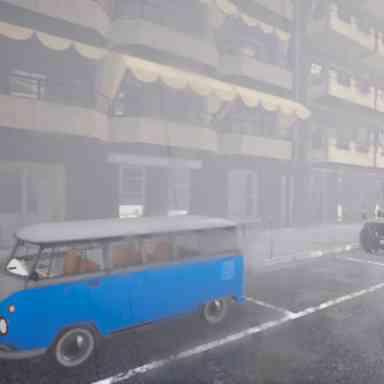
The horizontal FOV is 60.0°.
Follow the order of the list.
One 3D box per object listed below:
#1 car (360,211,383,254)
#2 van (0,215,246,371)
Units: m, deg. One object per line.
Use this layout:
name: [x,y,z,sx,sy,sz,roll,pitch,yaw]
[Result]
car: [8.047,1.229,11.811,5.009,1.841,2.192,0,2,-35]
van: [-0.957,1.327,5.388,3.998,1.788,1.690,0,2,-35]
